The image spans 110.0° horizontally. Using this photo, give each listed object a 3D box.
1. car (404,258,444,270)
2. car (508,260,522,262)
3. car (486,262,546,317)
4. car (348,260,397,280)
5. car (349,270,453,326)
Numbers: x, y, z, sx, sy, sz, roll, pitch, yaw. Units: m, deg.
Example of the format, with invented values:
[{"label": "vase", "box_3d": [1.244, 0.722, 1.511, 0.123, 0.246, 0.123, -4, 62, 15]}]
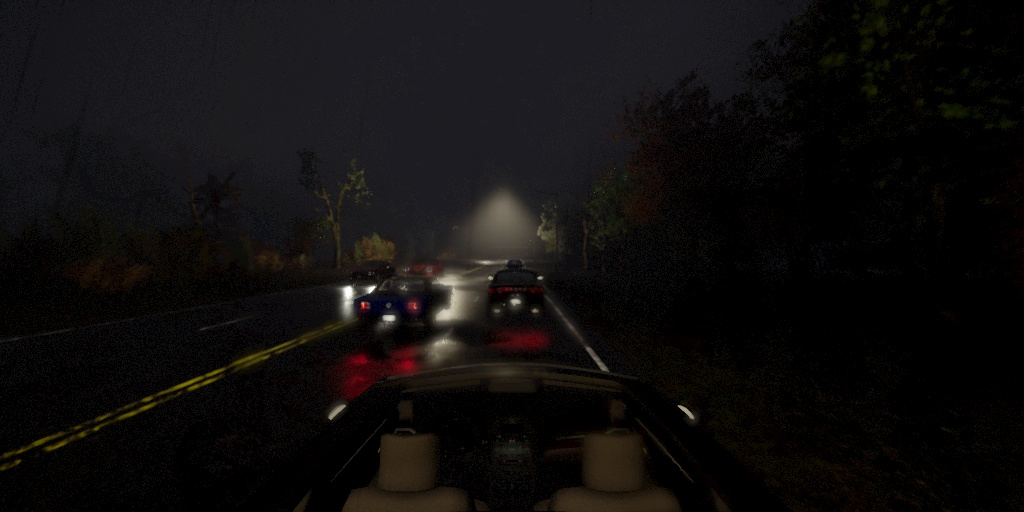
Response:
[{"label": "car", "box_3d": [-6.485, 0.922, 26.762, 2.097, 1.767, 4.553, 0, 0, 1]}, {"label": "car", "box_3d": [0.258, 1.068, 33.278, 1.812, 1.442, 4.674, 1, 2, 1]}, {"label": "car", "box_3d": [0.135, 1.169, 13.060, 1.882, 1.535, 5.008, 0, 1, 0]}, {"label": "car", "box_3d": [-9.748, 1.035, 25.408, 1.882, 1.535, 5.008, 0, 0, 0]}, {"label": "car", "box_3d": [-3.120, 1.290, 11.398, 1.895, 1.301, 4.718, 0, 0, 0]}]
